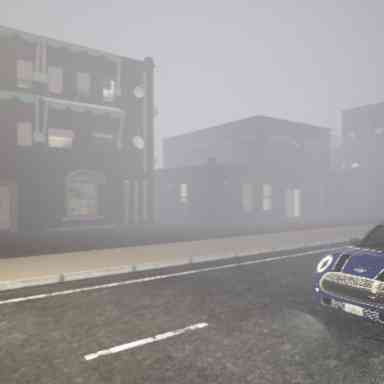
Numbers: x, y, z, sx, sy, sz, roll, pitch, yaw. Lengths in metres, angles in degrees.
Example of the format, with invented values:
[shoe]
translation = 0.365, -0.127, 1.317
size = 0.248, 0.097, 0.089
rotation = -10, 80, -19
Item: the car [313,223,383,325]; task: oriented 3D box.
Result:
[car]
translation = 4.581, 1.415, 6.940
size = 4.553, 1.767, 2.097
rotation = 0, 0, -35
